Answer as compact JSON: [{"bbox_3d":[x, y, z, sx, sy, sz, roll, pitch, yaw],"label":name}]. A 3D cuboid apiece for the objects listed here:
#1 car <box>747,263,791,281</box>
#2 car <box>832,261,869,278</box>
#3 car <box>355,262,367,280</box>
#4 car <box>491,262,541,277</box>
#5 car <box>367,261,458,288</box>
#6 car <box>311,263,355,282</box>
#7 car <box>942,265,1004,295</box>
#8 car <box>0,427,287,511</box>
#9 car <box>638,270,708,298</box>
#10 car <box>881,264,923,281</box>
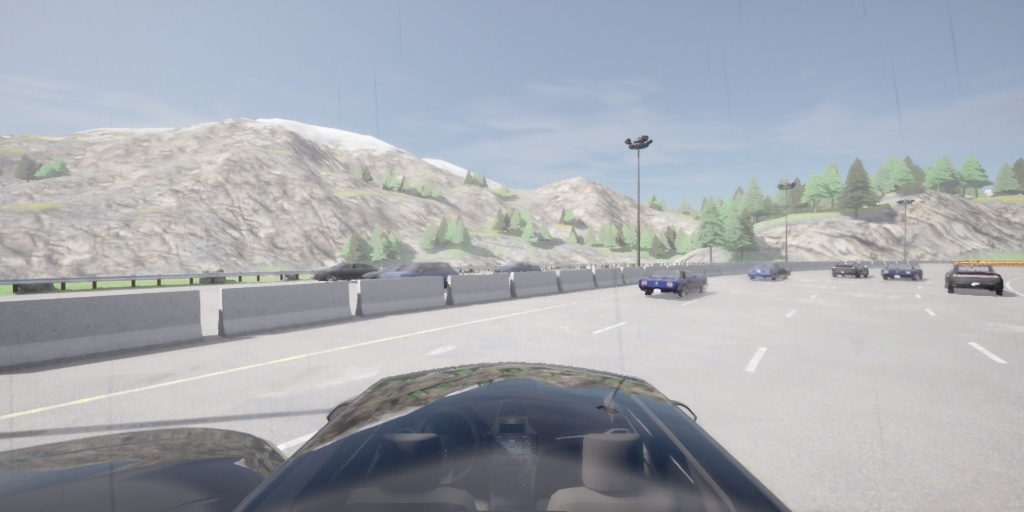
[{"bbox_3d":[21.902,1.293,30.535,5.357,1.411,2.033,0,0,-39],"label":"car"},{"bbox_3d":[31.387,1.237,33.249,4.902,1.511,2.128,0,0,-35],"label":"car"},{"bbox_3d":[-6.931,1.224,22.803,1.882,1.535,5.008,0,0,43],"label":"car"},{"bbox_3d":[0.514,1.292,35.396,5.357,1.411,2.033,0,0,-43],"label":"car"},{"bbox_3d":[-5.098,1.099,19.602,2.097,1.767,4.553,0,0,42],"label":"car"},{"bbox_3d":[-12.467,1.251,27.106,1.837,1.490,4.892,0,0,42],"label":"car"},{"bbox_3d":[25.418,1.237,19.818,4.902,1.511,2.128,0,0,-40],"label":"car"},{"bbox_3d":[-2.981,1.255,0.452,4.892,1.490,1.837,0,0,-45],"label":"car"},{"bbox_3d":[8.423,1.348,18.471,1.895,1.301,4.718,0,0,45],"label":"car"},{"bbox_3d":[32.321,1.347,29.641,4.718,1.301,1.895,0,0,-35],"label":"car"}]
